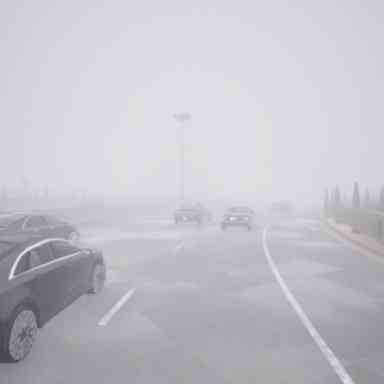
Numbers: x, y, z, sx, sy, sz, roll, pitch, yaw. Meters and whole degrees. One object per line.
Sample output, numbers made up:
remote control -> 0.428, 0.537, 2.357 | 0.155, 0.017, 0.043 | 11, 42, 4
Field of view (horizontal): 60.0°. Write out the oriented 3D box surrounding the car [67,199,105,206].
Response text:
car -> -11.107, 1.460, 34.852 | 2.128, 1.511, 4.902 | 0, 0, 20

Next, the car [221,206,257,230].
car -> 3.102, 1.576, 21.411 | 2.033, 1.411, 5.357 | 0, 0, 15

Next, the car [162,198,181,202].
car -> -2.604, 1.509, 45.561 | 2.128, 1.511, 4.902 | 0, 0, 28

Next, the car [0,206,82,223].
car -> -5.864, 1.484, 11.997 | 1.837, 1.490, 4.892 | 0, 0, 8

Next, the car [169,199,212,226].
car -> 0.170, 1.507, 23.682 | 2.128, 1.511, 4.902 | 0, 0, 15

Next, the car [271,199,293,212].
car -> 11.120, 1.604, 41.059 | 1.812, 1.442, 4.674 | 0, 0, 29

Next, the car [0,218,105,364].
car -> -3.035, 1.480, 5.852 | 2.128, 1.511, 4.902 | 0, 0, 4
